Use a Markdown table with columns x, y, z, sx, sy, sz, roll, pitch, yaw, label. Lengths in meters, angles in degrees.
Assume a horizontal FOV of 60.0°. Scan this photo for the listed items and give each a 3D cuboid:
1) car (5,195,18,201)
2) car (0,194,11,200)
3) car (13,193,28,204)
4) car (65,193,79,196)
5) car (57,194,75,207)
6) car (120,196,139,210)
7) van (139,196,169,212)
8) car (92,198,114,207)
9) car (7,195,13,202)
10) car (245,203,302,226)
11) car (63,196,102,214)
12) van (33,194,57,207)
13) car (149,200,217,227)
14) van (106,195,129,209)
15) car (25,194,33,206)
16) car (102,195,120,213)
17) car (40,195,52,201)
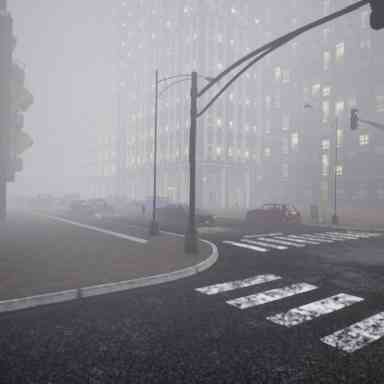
| x | y | z | sx | sy | sz | roll | pitch | yaw | label |
| --- | --- | --- | --- | --- | --- | --- | --- | --- | --- |
| -40.331 | 1.375 | 74.342 | 2.008 | 1.369 | 4.403 | 1 | -1 | -35 | car |
| -46.774 | 1.363 | 83.418 | 1.752 | 1.417 | 4.829 | 1 | -1 | -35 | car |
| -30.519 | 1.153 | 60.526 | 2.192 | 1.841 | 5.009 | 1 | -1 | -35 | car |
| -20.523 | 1.178 | 56.276 | 2.150 | 2.045 | 5.566 | 1 | -1 | -35 | car |
| -19.580 | 1.405 | 49.756 | 1.837 | 1.490 | 4.892 | 1 | -1 | -35 | car |
| -7.342 | 1.581 | 42.343 | 2.008 | 1.369 | 4.403 | 1 | -1 | -35 | car |
| -4.069 | 1.378 | 37.739 | 1.690 | 1.788 | 3.998 | 1 | -1 | -35 | van |
| -13.882 | 1.583 | 51.555 | 1.947 | 1.339 | 4.313 | 1 | -1 | -35 | car |
| -37.062 | 1.394 | 69.736 | 1.947 | 1.339 | 4.313 | 1 | -1 | -35 | car |
| 5.739 | 1.501 | 23.920 | 1.967 | 1.590 | 4.097 | 1 | -1 | -35 | car |
| -10.905 | 1.425 | 32.887 | 2.008 | 1.369 | 4.403 | 1 | -1 | -35 | car |
| -20.710 | 1.195 | 46.707 | 1.690 | 1.788 | 3.998 | 1 | -1 | -35 | van |
| -0.597 | 1.492 | 22.835 | 2.033 | 1.411 | 5.357 | 1 | -1 | -35 | car |
| -10.608 | 1.364 | 46.951 | 1.690 | 1.788 | 3.998 | 1 | -1 | -35 | van |
| -23.984 | 1.430 | 51.311 | 1.802 | 1.307 | 4.206 | 1 | -1 | -35 | car |
| -9.929 | 1.400 | 36.005 | 1.882 | 1.535 | 5.008 | 1 | -1 | -35 | car |
| -36.770 | 1.566 | 83.797 | 1.802 | 1.307 | 4.206 | 1 | -1 | -35 | car |
